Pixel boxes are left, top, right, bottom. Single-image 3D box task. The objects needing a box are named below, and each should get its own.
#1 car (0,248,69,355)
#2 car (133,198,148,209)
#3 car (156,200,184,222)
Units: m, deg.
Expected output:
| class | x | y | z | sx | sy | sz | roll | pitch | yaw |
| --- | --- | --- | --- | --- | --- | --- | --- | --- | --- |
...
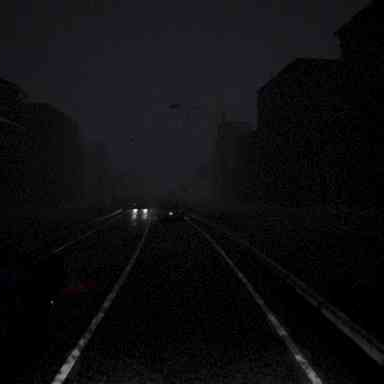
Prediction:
| class | x | y | z | sx | sy | sz | roll | pitch | yaw |
| --- | --- | --- | --- | --- | --- | --- | --- | --- | --- |
| car | -3.222 | 1.507 | 4.135 | 2.033 | 1.411 | 5.357 | 0 | 1 | -2 |
| car | -7.376 | 1.659 | 47.919 | 1.837 | 1.490 | 4.892 | -1 | 0 | -6 |
| car | -1.712 | 1.543 | 25.642 | 1.994 | 1.385 | 4.181 | 0 | -1 | -6 |
